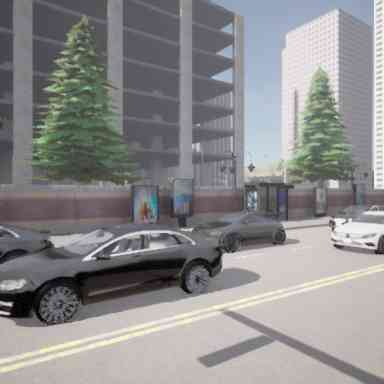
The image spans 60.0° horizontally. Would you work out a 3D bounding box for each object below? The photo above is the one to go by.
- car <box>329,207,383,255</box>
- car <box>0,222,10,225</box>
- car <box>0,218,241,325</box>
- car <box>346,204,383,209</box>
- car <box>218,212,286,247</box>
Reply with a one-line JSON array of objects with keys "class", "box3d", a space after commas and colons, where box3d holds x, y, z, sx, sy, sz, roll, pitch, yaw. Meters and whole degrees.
[{"class": "car", "box3d": [7.569, 1.515, 13.439, 4.674, 1.442, 1.812, 0, 0, -35]}, {"class": "car", "box3d": [-6.050, 1.492, 8.316, 4.902, 1.511, 2.128, 0, 0, -35]}, {"class": "car", "box3d": [-1.539, 1.490, 7.169, 4.902, 1.511, 2.128, 0, 0, -35]}, {"class": "car", "box3d": [9.966, 1.477, 19.350, 4.902, 1.511, 2.128, 0, 0, -35]}, {"class": "car", "box3d": [1.960, 1.557, 13.836, 4.181, 1.385, 1.994, 0, 0, -35]}]
